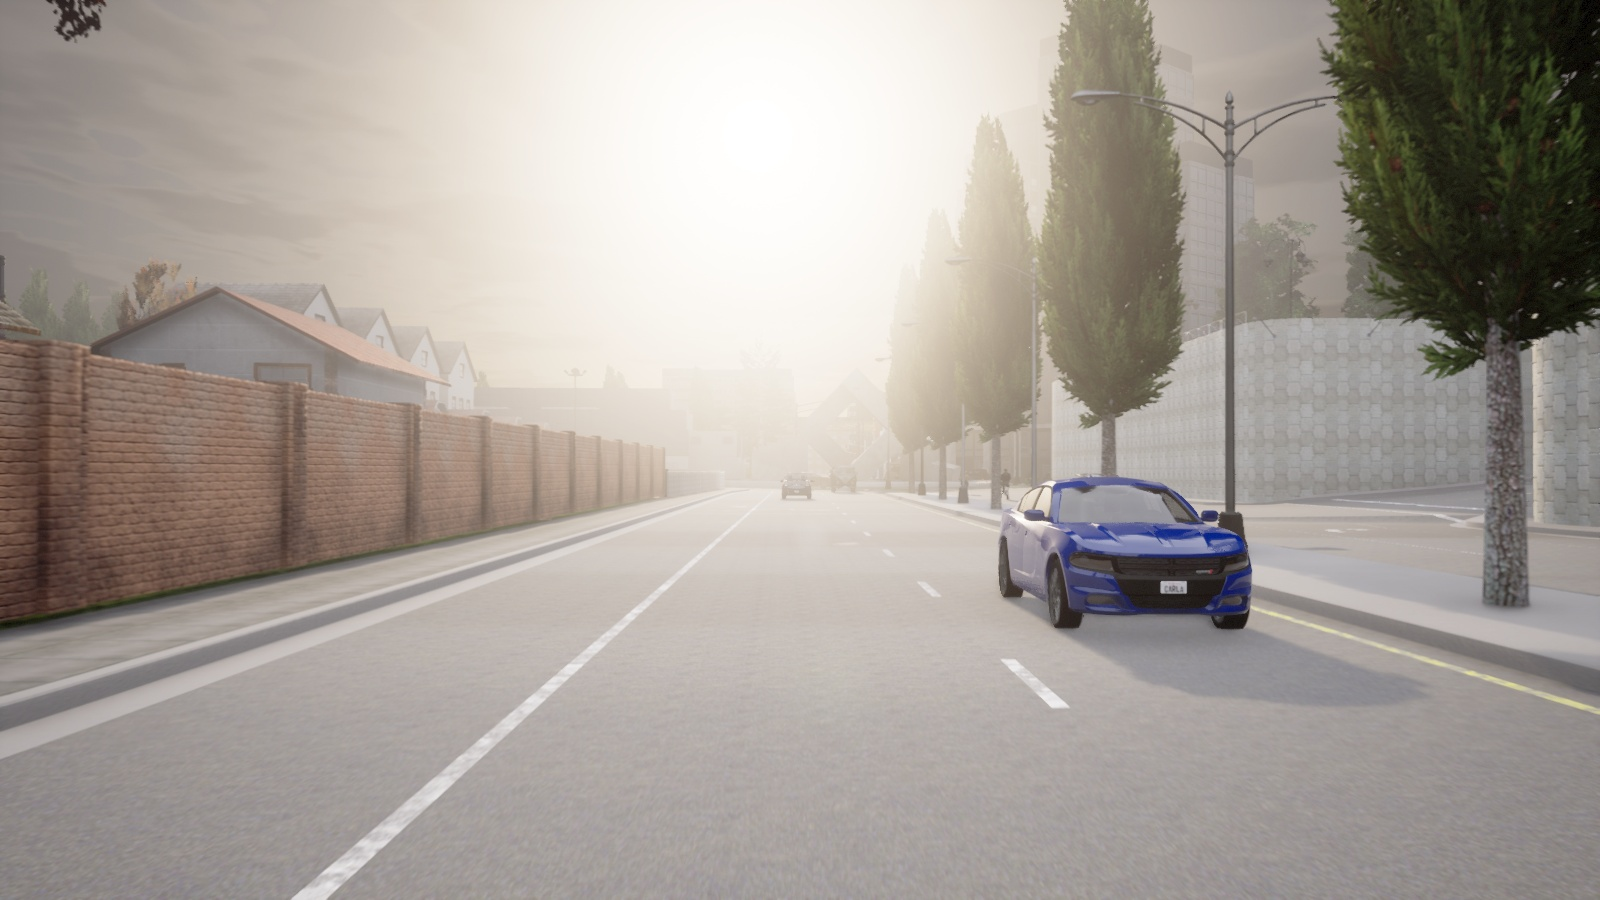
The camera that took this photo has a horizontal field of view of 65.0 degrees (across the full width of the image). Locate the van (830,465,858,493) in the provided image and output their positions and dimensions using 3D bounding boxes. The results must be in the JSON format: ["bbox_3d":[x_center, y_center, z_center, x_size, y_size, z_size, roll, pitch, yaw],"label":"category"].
[{"bbox_3d":[3.224,2.105,92.626,1.775,1.987,4.442,0,-1,-1],"label":"van"}]

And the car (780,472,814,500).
[{"bbox_3d":[-0.170,2.009,70.445,1.845,1.501,3.633,0,-1,0],"label":"car"}]

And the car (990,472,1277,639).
[{"bbox_3d":[3.466,1.015,14.134,1.882,1.535,5.008,0,-1,0],"label":"car"}]
